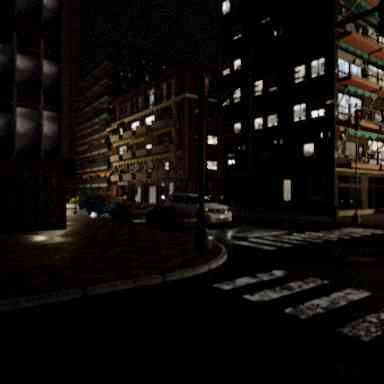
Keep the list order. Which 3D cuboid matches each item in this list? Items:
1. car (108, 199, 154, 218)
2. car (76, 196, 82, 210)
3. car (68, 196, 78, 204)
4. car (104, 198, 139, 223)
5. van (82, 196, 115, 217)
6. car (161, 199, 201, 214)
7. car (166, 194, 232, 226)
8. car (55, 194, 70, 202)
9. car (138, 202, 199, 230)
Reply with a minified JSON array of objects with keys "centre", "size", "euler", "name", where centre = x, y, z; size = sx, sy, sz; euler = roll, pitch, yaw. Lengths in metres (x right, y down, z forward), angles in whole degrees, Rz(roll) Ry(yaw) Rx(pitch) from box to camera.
[{"centre":[-5.762,1.444,30.656],"size":[2.033,1.411,5.357],"euler":[0,0,-36],"name":"car"},{"centre":[-11.697,1.484,38.929],"size":[1.895,1.301,4.718],"euler":[0,0,-36],"name":"car"},{"centre":[-21.109,1.389,61.895],"size":[1.752,1.417,4.829],"euler":[0,0,-36],"name":"car"},{"centre":[-4.553,1.426,24.546],"size":[1.752,1.417,4.829],"euler":[0,0,-36],"name":"car"},{"centre":[-7.961,1.233,29.281],"size":[1.690,1.788,3.998],"euler":[0,0,-36],"name":"van"},{"centre":[-1.259,1.430,34.314],"size":[1.752,1.417,4.829],"euler":[0,0,-36],"name":"car"},{"centre":[0.226,1.135,22.335],"size":[2.150,2.045,5.566],"euler":[0,0,-36],"name":"car"},{"centre":[-27.626,1.302,70.951],"size":[1.967,1.590,4.097],"euler":[0,0,-36],"name":"car"},{"centre":[-1.345,1.494,20.087],"size":[1.802,1.307,4.206],"euler":[0,0,-36],"name":"car"}]
